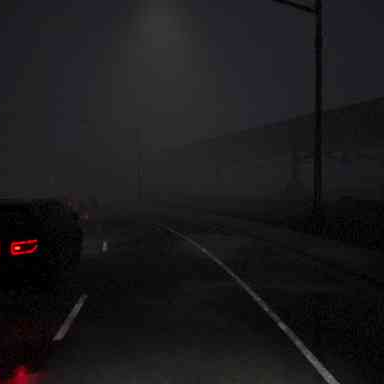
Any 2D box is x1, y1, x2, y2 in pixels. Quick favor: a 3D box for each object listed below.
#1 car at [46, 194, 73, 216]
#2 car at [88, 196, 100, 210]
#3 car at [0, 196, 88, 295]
[{"bbox_3d":[-12.326,1.153,30.746,2.097,1.767,4.553,-1,1,-25],"label":"car"},{"bbox_3d":[-11.777,1.204,37.818,2.128,1.511,4.902,-1,1,-25],"label":"car"},{"bbox_3d":[-4.291,1.165,8.506,2.150,2.045,5.566,0,1,-9],"label":"car"}]
